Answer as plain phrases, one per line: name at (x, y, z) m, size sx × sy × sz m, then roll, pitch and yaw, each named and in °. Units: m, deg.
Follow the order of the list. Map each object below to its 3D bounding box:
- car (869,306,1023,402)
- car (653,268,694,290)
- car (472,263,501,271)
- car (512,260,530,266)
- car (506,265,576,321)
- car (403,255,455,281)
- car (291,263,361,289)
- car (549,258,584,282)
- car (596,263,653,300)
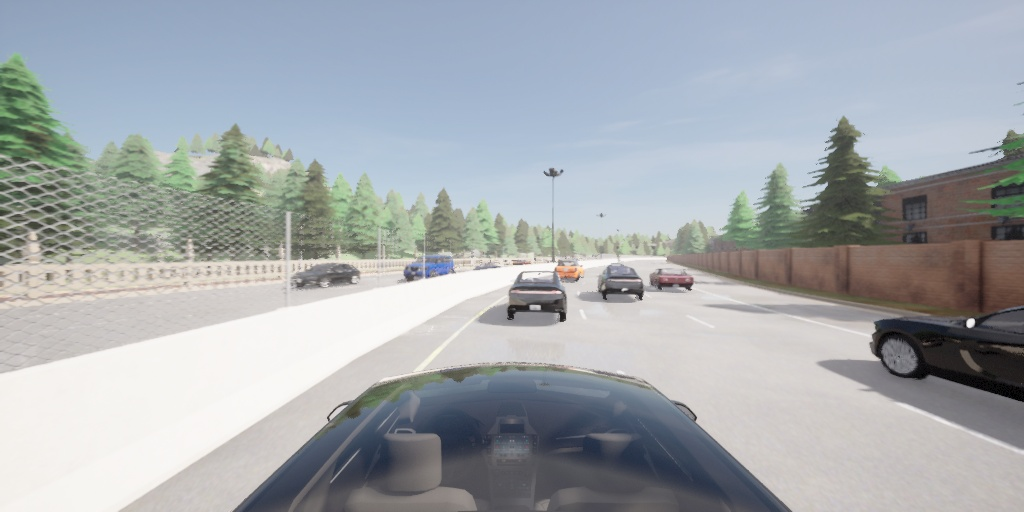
car at (7.269, 1.260, 4.295) m, size 1.882 × 1.535 × 5.008 m, roll 0°, pitch 0°, yaw 2°
car at (9.885, 1.395, 22.569) m, size 1.895 × 1.301 × 4.718 m, roll 0°, pitch 0°, yaw 14°
car at (-2.194, 1.306, 31.770) m, size 1.994 × 1.385 × 4.181 m, roll 0°, pitch 0°, yaw 17°
car at (1.609, 1.362, 62.181) m, size 1.895 × 1.301 × 4.718 m, roll 0°, pitch 0°, yaw 21°
car at (0.950, 1.246, 12.537) m, size 2.128 × 1.511 × 4.902 m, roll 0°, pitch 0°, yaw 7°
car at (-6.595, 0.947, 29.258) m, size 2.150 × 2.045 × 5.566 m, roll 0°, pitch 0°, yaw 15°
car at (-11.689, 1.204, 22.884) m, size 1.837 × 1.490 × 4.892 m, roll 0°, pitch 0°, yaw 12°
car at (4.811, 1.122, 29.998) m, size 2.097 × 1.767 × 4.553 m, roll 1°, pitch 0°, yaw 17°
car at (5.327, 1.266, 17.940) m, size 2.128 × 1.511 × 4.902 m, roll 0°, pitch 0°, yaw 10°
